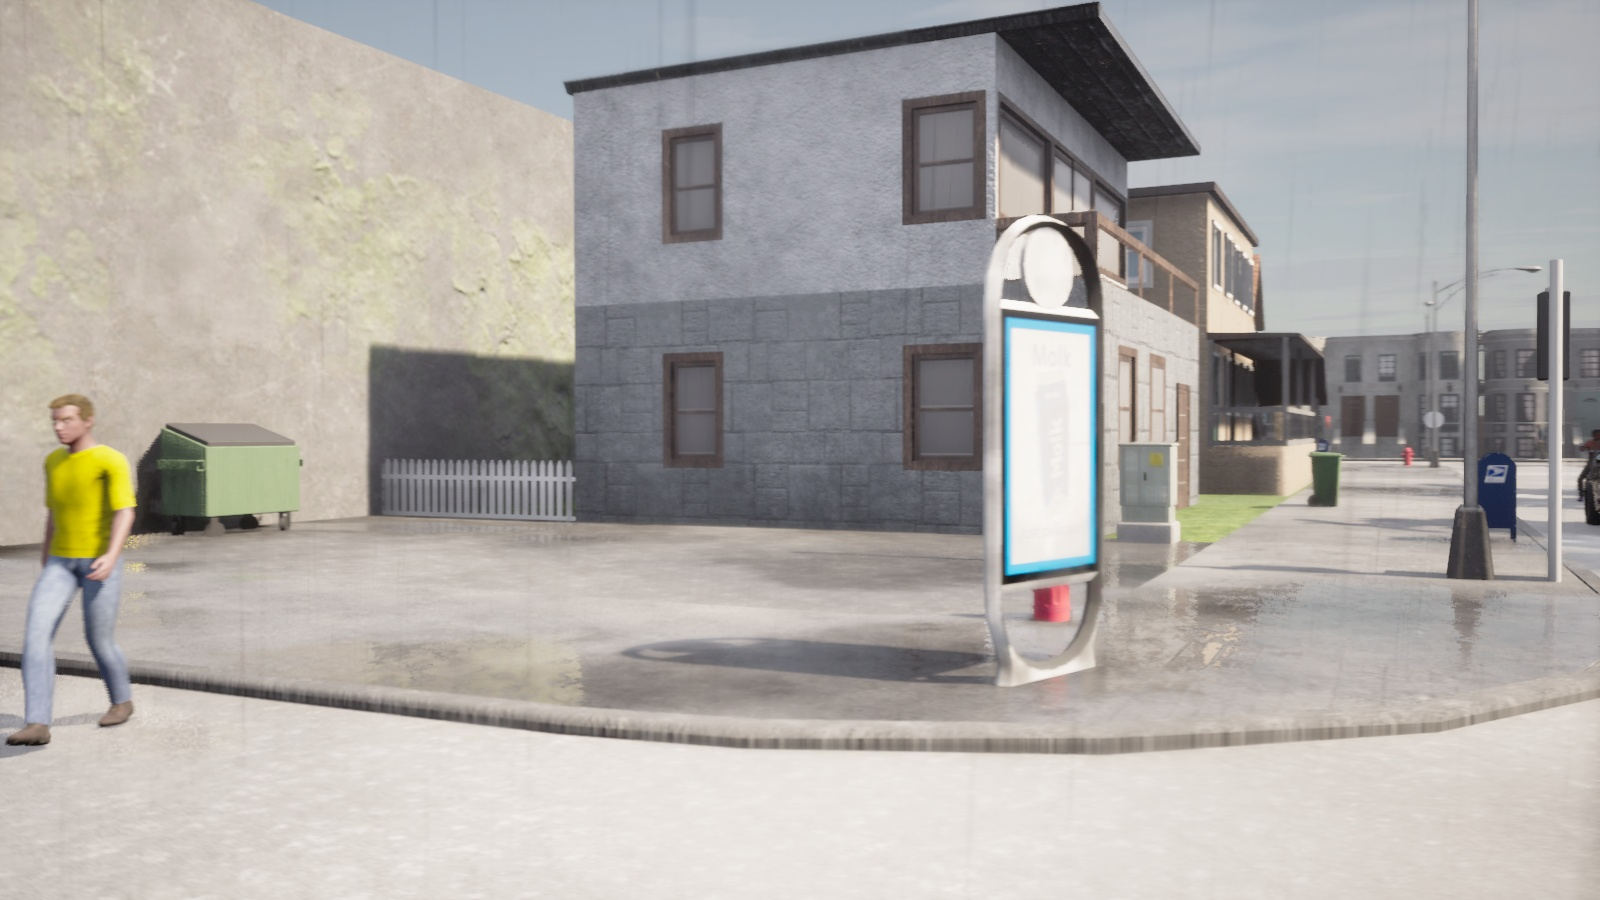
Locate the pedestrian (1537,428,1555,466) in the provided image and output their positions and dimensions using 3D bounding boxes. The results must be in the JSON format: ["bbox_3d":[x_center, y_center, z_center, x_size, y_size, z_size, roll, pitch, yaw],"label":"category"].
[{"bbox_3d":[36.999,-0.159,62.301,0.726,1.842,0.402,1,1,30],"label":"pedestrian"}]

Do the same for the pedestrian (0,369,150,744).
[{"bbox_3d":[-3.758,0.518,6.510,0.354,1.836,0.706,0,1,7],"label":"pedestrian"}]

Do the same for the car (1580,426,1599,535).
[{"bbox_3d":[13.366,0.469,18.965,2.242,1.667,4.611,1,1,26],"label":"car"}]
